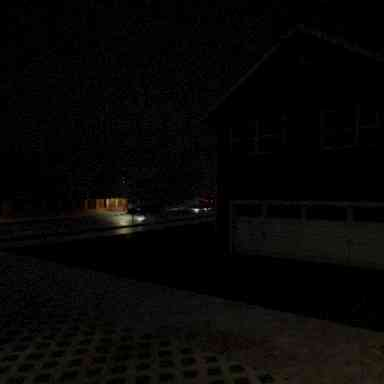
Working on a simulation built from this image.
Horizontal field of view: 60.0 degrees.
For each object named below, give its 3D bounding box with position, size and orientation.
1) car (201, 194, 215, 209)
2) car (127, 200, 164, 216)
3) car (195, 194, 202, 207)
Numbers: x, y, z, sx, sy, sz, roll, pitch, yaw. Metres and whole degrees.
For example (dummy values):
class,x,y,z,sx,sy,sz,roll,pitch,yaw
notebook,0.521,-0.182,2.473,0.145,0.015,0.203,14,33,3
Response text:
class,x,y,z,sx,sy,sz,roll,pitch,yaw
car,3.379,1.390,47.639,2.150,2.045,5.566,0,0,15
car,-4.736,1.590,34.396,1.882,1.535,5.008,0,0,26
car,1.985,1.416,53.440,2.150,2.045,5.566,0,0,11
